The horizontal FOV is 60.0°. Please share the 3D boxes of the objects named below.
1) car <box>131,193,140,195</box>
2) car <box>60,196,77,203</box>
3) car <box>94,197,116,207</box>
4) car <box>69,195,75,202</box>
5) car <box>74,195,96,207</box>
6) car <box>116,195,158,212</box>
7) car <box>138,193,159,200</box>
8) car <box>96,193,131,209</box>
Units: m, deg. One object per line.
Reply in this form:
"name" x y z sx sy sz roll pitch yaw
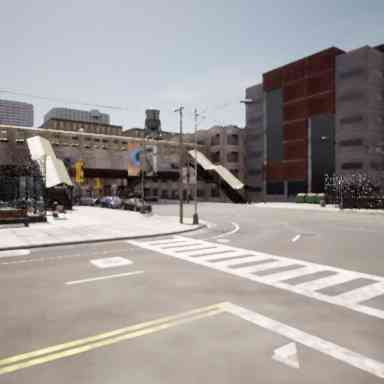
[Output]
"car" -13.204 1.137 75.734 2.435 2.045 5.566 0 0 -35
"car" -26.241 1.486 70.723 2.033 1.411 5.357 0 0 -35
"car" -13.742 1.511 52.568 1.994 1.385 4.181 0 0 -35
"car" -21.908 1.297 64.516 2.097 1.767 4.553 0 0 -35
"car" -16.160 1.436 50.905 2.231 1.521 4.892 0 0 -25
"car" -6.193 1.435 36.886 2.097 1.535 5.008 0 0 -35
"car" -8.917 1.503 69.707 1.895 1.301 4.718 0 0 -35
"car" -9.999 1.309 42.065 2.185 1.767 4.553 0 0 -35
